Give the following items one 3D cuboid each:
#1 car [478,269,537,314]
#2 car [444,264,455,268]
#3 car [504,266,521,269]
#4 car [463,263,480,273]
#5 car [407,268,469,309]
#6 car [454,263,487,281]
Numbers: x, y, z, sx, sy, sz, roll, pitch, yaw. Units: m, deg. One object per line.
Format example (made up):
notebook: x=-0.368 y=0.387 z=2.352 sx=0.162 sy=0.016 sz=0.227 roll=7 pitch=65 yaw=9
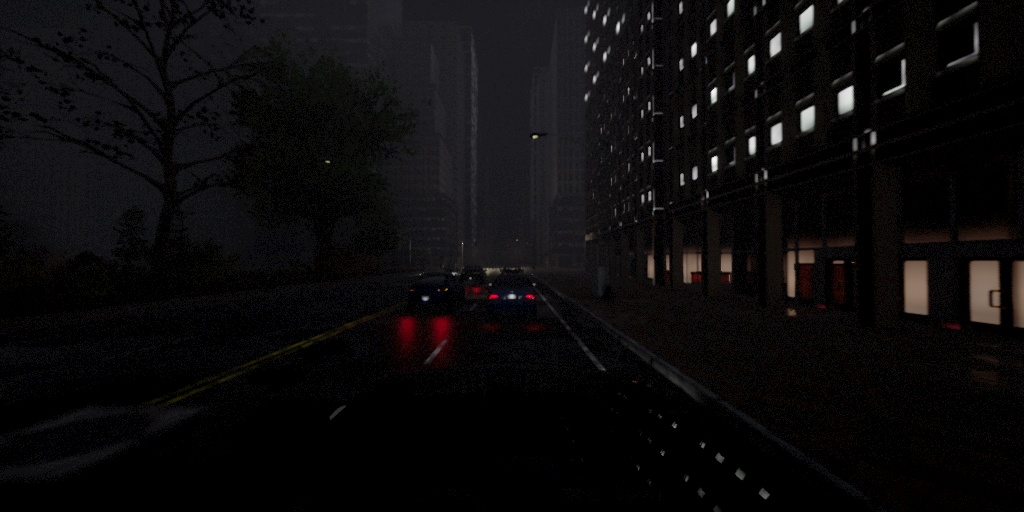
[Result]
car: x=0.009 y=1.429 z=14.394 sx=2.033 sy=1.411 sz=5.357 roll=0 pitch=-1 yaw=0
car: x=-9.808 y=1.989 z=58.071 sx=2.033 sy=1.411 sz=5.357 roll=0 pitch=-1 yaw=1
car: x=0.019 y=1.555 z=30.356 sx=2.128 sy=1.511 sz=4.902 roll=0 pitch=-1 yaw=0
car: x=-6.575 y=1.940 z=58.476 sx=2.128 sy=1.511 sz=4.902 roll=0 pitch=-1 yaw=0
car: x=-3.228 y=1.421 z=15.746 sx=1.812 sy=1.442 sz=4.674 roll=0 pitch=0 yaw=0
car: x=-3.231 y=1.555 z=30.358 sx=2.128 sy=1.511 sz=4.902 roll=0 pitch=-1 yaw=0
